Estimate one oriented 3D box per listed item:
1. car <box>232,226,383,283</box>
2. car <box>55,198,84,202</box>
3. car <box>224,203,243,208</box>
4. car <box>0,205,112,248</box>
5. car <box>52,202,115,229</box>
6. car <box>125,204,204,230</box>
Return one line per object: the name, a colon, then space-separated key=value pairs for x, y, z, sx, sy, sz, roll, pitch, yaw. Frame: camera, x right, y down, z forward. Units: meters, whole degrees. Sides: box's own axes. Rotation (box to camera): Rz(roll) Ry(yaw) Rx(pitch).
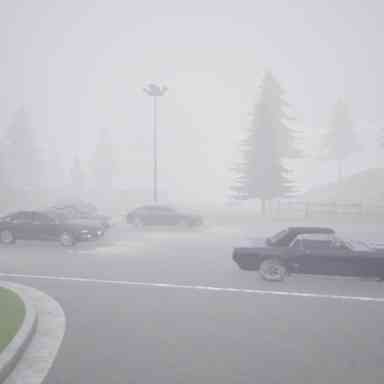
car: x=3.500 y=1.604 z=8.736 sx=4.718 sy=1.301 sz=1.895 roll=0 pitch=0 yaw=13
car: x=-11.835 y=1.353 z=33.754 sx=4.553 sy=1.767 sz=2.097 roll=0 pitch=0 yaw=-19
car: x=6.196 y=1.561 z=49.291 sx=2.033 sy=1.411 sz=5.357 roll=0 pitch=0 yaw=20
car: x=-6.281 y=1.505 z=14.617 sx=4.892 sy=1.490 sz=1.837 roll=0 pitch=0 yaw=13
car: x=-6.677 y=1.492 z=18.305 sx=4.902 sy=1.511 sz=2.128 roll=0 pitch=0 yaw=13
car: x=-1.705 y=1.508 z=20.736 sx=4.892 sy=1.490 sz=1.837 roll=0 pitch=0 yaw=13
